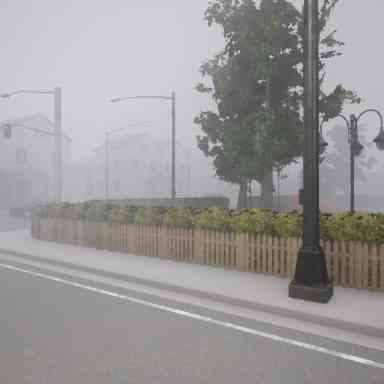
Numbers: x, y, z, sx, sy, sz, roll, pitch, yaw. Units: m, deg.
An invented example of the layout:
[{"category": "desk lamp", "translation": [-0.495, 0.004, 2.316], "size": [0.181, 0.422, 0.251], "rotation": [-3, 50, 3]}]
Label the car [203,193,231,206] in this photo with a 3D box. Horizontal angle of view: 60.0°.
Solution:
[{"category": "car", "translation": [3.525, 1.221, 48.179], "size": [2.150, 2.045, 5.566], "rotation": [0, 0, 35]}]

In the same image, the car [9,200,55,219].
[{"category": "car", "translation": [-13.682, 1.477, 29.811], "size": [1.882, 1.535, 5.008], "rotation": [0, 0, 35]}]
